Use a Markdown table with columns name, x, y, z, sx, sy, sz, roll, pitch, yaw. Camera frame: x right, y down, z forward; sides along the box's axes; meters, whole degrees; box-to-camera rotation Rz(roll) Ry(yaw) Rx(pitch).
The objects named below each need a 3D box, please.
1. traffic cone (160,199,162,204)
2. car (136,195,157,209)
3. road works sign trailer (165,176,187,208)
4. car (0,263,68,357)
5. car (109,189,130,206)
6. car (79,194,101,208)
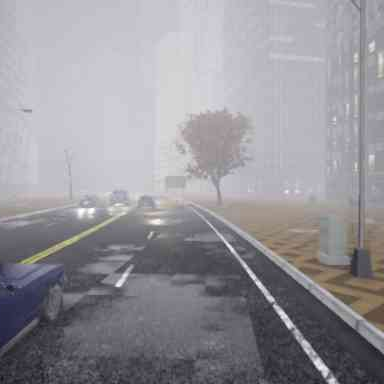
| name | x | y | z | sx | sy | sz | roll | pitch | yaw |
| --- | --- | --- | --- | --- | --- | --- | --- | --- | --- |
| traffic cone | -4.044 | 1.345 | 44.561 | 0.340 | 0.580 | 0.340 | 0 | 1 | -7 |
| car | -4.950 | 1.039 | 36.330 | 1.812 | 1.442 | 4.674 | 0 | 1 | -6 |
| road works sign trailer | -1.877 | -0.056 | 37.744 | 2.380 | 3.560 | 2.880 | 0 | 1 | -7 |
| car | -3.199 | 1.558 | 4.046 | 1.895 | 1.301 | 4.718 | 0 | 1 | 0 |
| car | -8.958 | 0.674 | 41.685 | 2.150 | 2.045 | 5.566 | 0 | 1 | -6 |
| car | -11.981 | 0.992 | 39.256 | 2.128 | 1.511 | 4.902 | 0 | 1 | -6 |
